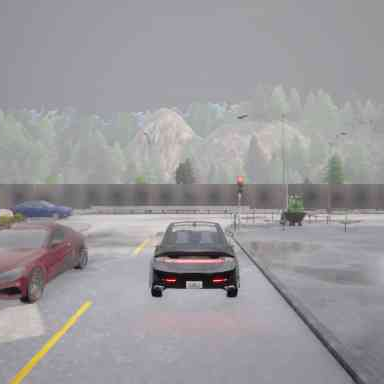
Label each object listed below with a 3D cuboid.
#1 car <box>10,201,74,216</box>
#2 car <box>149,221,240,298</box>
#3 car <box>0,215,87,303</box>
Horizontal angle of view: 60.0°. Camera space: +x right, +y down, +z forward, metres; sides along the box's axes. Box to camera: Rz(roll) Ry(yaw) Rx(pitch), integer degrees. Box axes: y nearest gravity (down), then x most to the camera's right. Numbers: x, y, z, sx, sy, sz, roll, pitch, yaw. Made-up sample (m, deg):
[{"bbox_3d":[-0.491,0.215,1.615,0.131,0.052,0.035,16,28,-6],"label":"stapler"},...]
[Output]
[{"bbox_3d":[-12.378,1.478,27.498,5.008,1.535,1.882,0,0,3],"label":"car"},{"bbox_3d":[0.064,1.491,8.533,2.128,1.511,4.902,0,0,1],"label":"car"},{"bbox_3d":[-4.050,1.526,8.330,1.812,1.442,4.674,0,0,1],"label":"car"}]
